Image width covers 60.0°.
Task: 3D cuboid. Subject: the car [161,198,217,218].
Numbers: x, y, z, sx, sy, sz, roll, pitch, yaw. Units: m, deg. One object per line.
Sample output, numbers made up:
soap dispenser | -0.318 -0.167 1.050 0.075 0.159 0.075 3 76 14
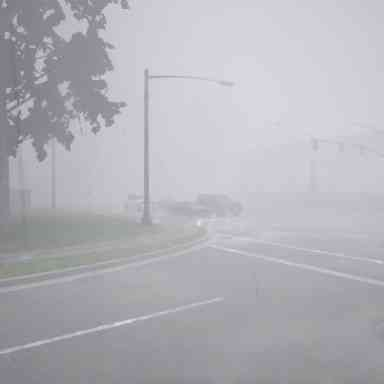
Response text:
car | -0.390 1.544 30.413 2.033 1.411 5.357 0 0 -34

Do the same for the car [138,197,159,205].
car | -8.069 1.597 60.869 1.895 1.301 4.718 0 0 -34

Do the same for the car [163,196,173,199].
car | -2.730 1.560 40.198 1.994 1.385 4.181 0 0 -34

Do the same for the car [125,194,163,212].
car | -5.992 1.219 38.782 2.150 2.045 5.566 0 0 -34

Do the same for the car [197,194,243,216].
car | 2.487 1.216 32.402 2.150 2.045 5.566 0 0 -34

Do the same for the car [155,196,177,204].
car | -4.888 1.472 62.412 1.882 1.535 5.008 0 0 -34
